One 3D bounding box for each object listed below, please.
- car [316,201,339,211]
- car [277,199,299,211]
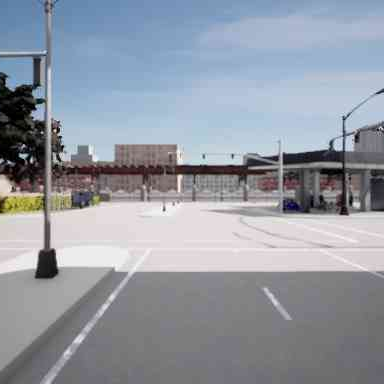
[{"bbox_3d":[18.952,1.936,46.747,1.970,1.475,3.806,0,-1,0],"label":"car"},{"bbox_3d":[13.207,1.767,45.986,2.242,1.667,4.611,0,-1,0],"label":"car"}]
